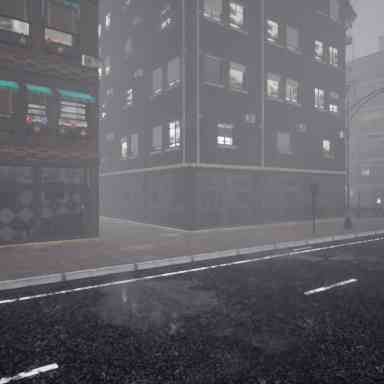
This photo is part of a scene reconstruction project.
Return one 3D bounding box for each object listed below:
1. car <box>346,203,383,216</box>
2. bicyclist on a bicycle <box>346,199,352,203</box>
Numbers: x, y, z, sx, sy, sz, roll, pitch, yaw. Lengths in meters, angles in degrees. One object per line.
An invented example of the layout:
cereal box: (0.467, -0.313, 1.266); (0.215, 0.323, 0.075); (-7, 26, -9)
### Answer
car: (17.741, 1.846, 35.603); (1.895, 1.301, 4.718); (0, -1, -39)
bicyclist on a bicycle: (21.417, 1.591, 45.344); (1.656, 1.620, 0.582); (-1, 0, -36)
